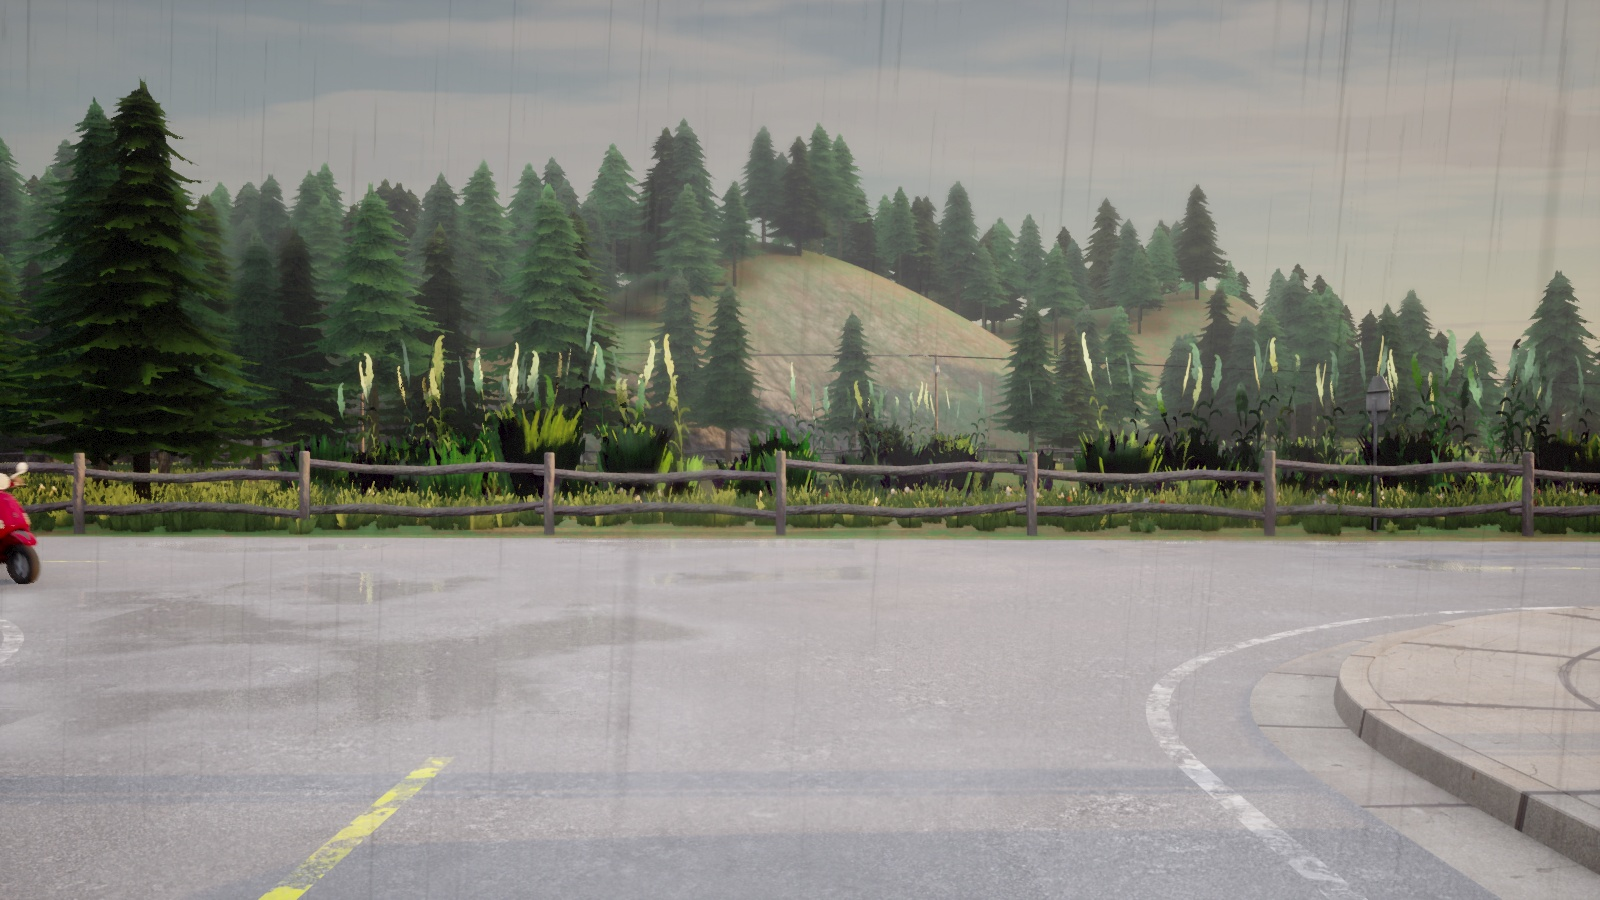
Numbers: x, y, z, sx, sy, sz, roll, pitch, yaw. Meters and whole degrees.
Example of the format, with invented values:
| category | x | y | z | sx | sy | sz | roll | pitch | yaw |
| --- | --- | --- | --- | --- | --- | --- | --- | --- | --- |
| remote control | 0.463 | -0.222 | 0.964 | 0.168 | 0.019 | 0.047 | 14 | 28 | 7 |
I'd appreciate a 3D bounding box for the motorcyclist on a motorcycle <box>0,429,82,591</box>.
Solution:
| category | x | y | z | sx | sy | sz | roll | pitch | yaw |
| --- | --- | --- | --- | --- | --- | --- | --- | --- | --- |
| motorcyclist on a motorcycle | -8.610 | 0.586 | 13.137 | 1.817 | 1.590 | 0.866 | 1 | 2 | 16 |
